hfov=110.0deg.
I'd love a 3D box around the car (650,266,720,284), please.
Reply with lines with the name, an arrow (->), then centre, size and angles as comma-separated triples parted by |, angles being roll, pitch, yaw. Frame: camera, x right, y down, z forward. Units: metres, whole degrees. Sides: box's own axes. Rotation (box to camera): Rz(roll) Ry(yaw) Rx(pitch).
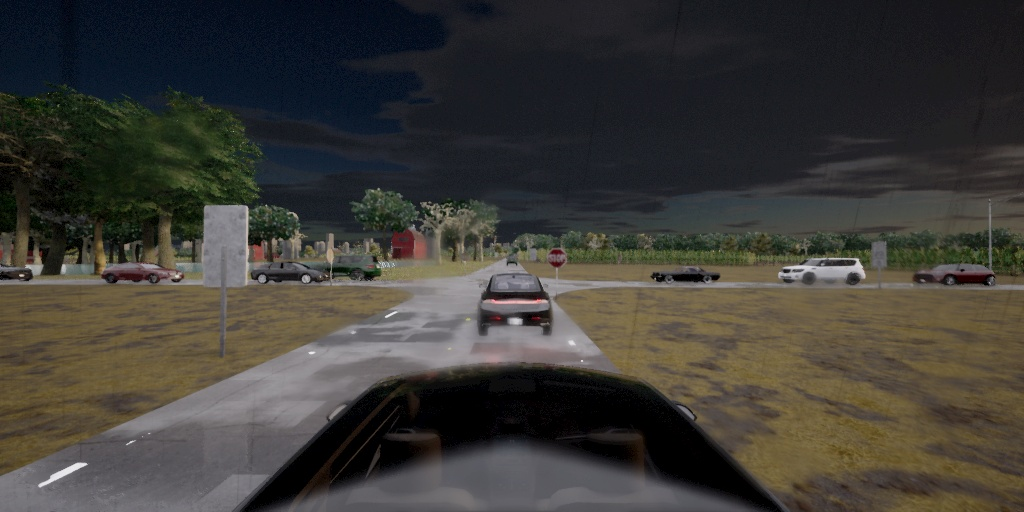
car -> 13.271, 1.461, 27.727 | 4.718, 1.301, 1.895 | 0, -1, -1

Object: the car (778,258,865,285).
car -> 23.930, 1.162, 27.773 | 5.566, 2.045, 2.150 | 0, -1, 0

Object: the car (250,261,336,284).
car -> -15.287, 1.162, 24.859 | 4.892, 1.490, 1.837 | 0, -1, -2

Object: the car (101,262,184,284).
car -> -25.501, 1.147, 24.800 | 4.674, 1.442, 1.812 | 0, -1, 0

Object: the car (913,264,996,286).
car -> 34.124, 1.382, 27.766 | 4.553, 1.767, 2.097 | 1, -1, 0

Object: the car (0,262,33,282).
car -> -36.424, 1.083, 24.807 | 5.008, 1.535, 1.882 | 0, -1, 0

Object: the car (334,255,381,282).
car -> -13.092, 0.939, 27.914 | 5.566, 2.045, 2.150 | 0, -1, 2

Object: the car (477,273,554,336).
car -> 0.059, 1.242, 10.360 | 2.128, 1.511, 4.902 | 0, 0, -1
